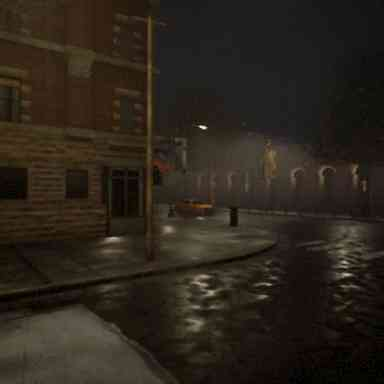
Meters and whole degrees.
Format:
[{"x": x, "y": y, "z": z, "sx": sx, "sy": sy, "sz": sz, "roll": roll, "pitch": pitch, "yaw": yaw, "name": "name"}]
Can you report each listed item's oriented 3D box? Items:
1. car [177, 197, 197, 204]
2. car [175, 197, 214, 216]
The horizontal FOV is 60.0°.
[{"x": -1.049, "y": 1.598, "z": 67.003, "sx": 1.895, "sy": 1.301, "sz": 4.718, "roll": 0, "pitch": 0, "yaw": -35, "name": "car"}, {"x": 0.186, "y": 1.479, "z": 33.160, "sx": 1.882, "sy": 1.535, "sz": 5.008, "roll": 0, "pitch": 0, "yaw": -35, "name": "car"}]
